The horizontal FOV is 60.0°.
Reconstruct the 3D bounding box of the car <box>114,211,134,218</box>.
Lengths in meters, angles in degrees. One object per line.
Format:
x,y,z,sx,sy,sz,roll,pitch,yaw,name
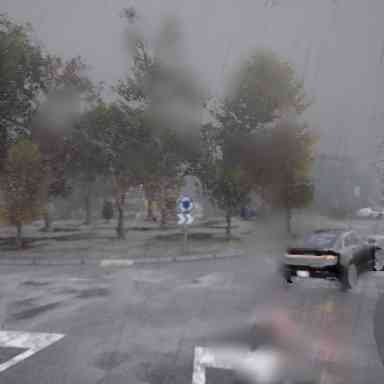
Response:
-18.135,5.955,84.791,4.892,1.521,2.231,1,-5,-20,car

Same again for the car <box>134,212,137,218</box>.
-18.144,5.940,87.762,5.566,2.045,2.435,1,-5,-20,car

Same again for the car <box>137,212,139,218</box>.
-18.058,6.179,90.754,5.566,2.045,2.435,1,-5,-19,car

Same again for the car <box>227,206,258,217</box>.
8.876,3.465,58.586,5.566,2.045,2.150,-2,-5,32,car

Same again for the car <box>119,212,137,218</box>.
-18.067,6.539,93.681,4.553,1.767,2.185,1,-5,-19,car

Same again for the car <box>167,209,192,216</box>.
-2.467,3.760,60.333,4.902,1.511,2.128,-2,-5,10,car

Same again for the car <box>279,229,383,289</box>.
4.460,1.907,10.431,2.128,1.511,4.902,-6,-4,41,car

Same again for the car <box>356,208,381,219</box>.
24.012,2.901,45.252,4.674,1.442,1.812,1,-4,-40,car
